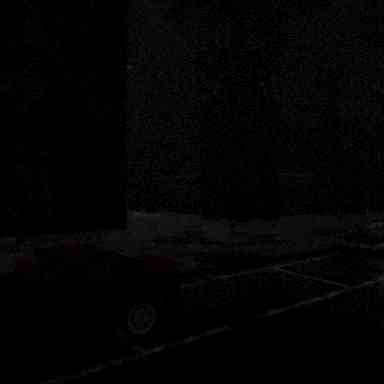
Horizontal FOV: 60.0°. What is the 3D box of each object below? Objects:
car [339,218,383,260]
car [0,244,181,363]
[{"bbox_3d":[6.823,1.582,11.512,4.206,1.307,1.802,0,0,-35],"label":"car"},{"bbox_3d":[-2.297,1.544,5.006,4.507,1.381,1.887,0,0,-35],"label":"car"}]
